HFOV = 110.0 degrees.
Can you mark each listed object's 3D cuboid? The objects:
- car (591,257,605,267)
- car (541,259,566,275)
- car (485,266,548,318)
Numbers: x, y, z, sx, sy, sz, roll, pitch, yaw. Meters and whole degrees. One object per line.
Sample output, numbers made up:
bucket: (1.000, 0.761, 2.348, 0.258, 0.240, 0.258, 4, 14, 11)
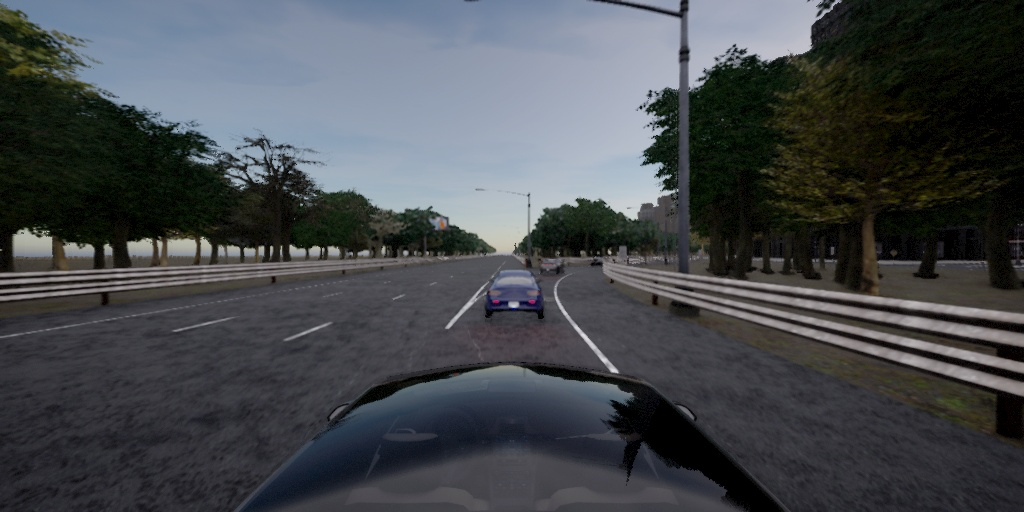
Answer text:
car: (13.881, 0.886, 56.023, 1.837, 1.490, 4.892, -1, 0, 33)
car: (4.072, 1.021, 35.290, 2.128, 1.511, 4.902, 0, 0, 18)
car: (0.142, 1.215, 12.530, 1.812, 1.442, 4.674, 0, 0, 2)
